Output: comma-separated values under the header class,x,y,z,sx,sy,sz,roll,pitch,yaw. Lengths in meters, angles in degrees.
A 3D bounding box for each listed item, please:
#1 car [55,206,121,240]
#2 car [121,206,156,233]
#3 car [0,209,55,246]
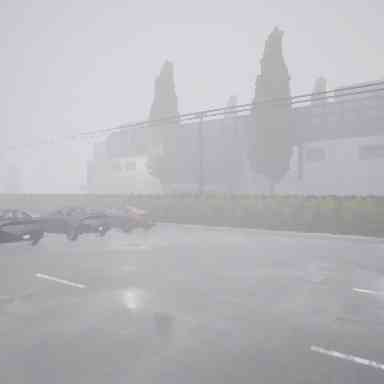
class,x,y,z,sx,sy,sz,roll,pitch,yaw
car,-6.236,1.492,16.916,4.902,1.511,2.128,0,0,36
car,-4.204,1.530,19.765,4.674,1.442,1.812,0,0,36
car,-8.269,1.492,14.066,4.902,1.511,2.128,0,0,36
